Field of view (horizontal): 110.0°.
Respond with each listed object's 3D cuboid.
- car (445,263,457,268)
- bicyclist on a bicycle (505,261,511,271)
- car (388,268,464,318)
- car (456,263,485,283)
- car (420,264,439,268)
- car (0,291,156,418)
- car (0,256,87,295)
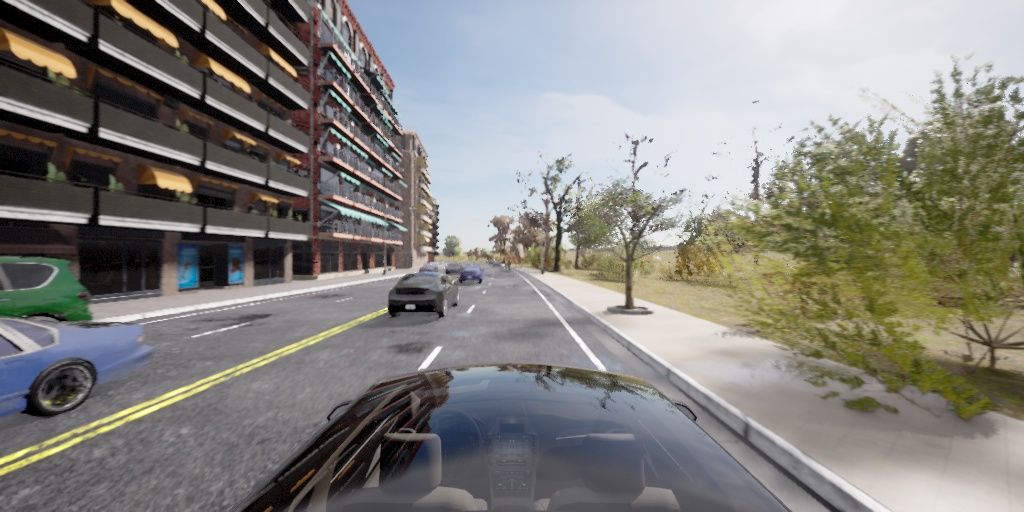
[{"bbox_3d":[-7.262,1.614,44.992,1.837,1.490,4.892,0,0,-2],"label":"car"},{"bbox_3d":[-0.451,1.663,58.007,0.582,1.620,1.656,0,-1,-4],"label":"bicyclist on a bicycle"},{"bbox_3d":[-3.152,1.354,13.524,1.837,1.490,4.892,0,0,0],"label":"car"},{"bbox_3d":[-3.346,1.514,30.276,1.812,1.442,4.674,0,0,-1],"label":"car"},{"bbox_3d":[-10.547,1.667,45.902,2.033,1.411,5.357,0,0,-2],"label":"car"},{"bbox_3d":[-6.598,1.311,3.261,2.033,1.411,5.357,0,0,0],"label":"car"},{"bbox_3d":[-9.850,1.001,5.124,2.150,2.045,5.566,0,0,0],"label":"car"}]
